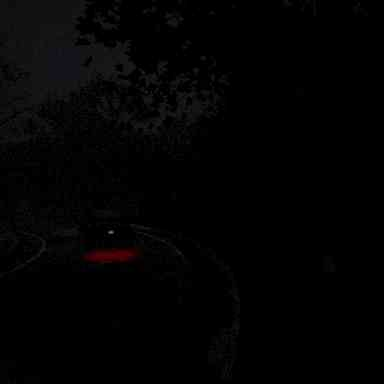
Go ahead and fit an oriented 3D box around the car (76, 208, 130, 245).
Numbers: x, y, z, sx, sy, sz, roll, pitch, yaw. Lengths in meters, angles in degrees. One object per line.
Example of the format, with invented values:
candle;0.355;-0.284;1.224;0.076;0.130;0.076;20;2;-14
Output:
car;-4.280;1.477;15.717;1.882;1.535;5.008;1;0;-23
